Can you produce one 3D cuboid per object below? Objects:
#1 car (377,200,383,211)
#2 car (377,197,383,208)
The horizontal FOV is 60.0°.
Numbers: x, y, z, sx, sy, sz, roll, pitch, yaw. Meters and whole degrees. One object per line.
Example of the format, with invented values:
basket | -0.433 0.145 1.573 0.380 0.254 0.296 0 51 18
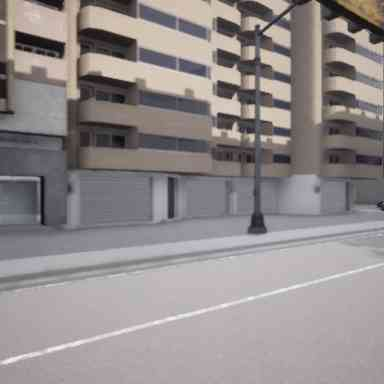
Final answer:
car | 22.956 1.367 36.732 2.038 1.542 4.974 0 0 -10
car | 22.946 1.209 36.782 1.853 1.218 4.536 0 0 -10
